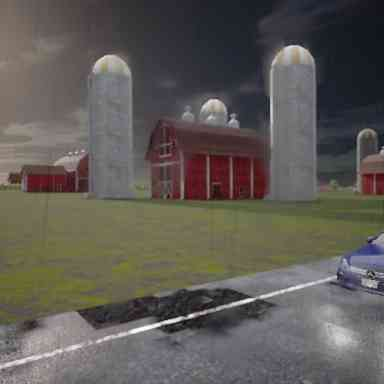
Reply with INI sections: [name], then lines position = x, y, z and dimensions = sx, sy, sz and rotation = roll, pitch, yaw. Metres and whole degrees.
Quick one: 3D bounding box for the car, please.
[car]
position = 5.338, 1.507, 7.797
dimensions = 4.674, 1.442, 1.812
rotation = 0, 0, -35
